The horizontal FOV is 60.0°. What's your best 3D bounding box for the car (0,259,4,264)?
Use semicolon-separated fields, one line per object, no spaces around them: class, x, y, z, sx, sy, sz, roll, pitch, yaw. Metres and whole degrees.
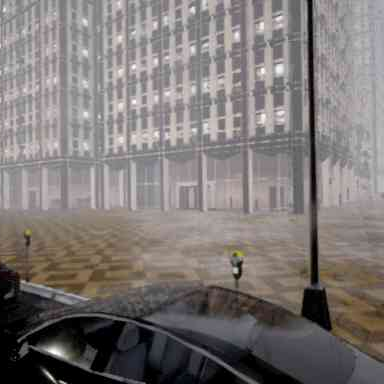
car;-5.035;1.660;6.466;4.313;1.339;1.947;-1;-1;35

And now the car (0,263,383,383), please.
car;-0.450;1.591;3.196;4.313;1.339;1.947;-1;-1;35
